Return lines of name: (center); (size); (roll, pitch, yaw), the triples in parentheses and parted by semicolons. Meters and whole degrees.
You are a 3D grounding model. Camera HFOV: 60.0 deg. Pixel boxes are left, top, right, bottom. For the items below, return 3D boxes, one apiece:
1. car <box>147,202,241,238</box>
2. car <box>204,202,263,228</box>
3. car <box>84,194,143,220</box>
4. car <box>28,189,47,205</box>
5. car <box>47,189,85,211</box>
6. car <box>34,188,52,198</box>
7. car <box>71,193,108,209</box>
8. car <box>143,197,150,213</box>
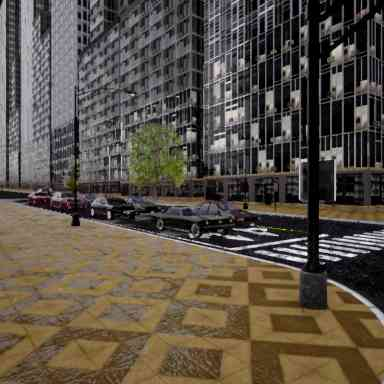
car: (-0.088, 1.372, 16.572); (1.895, 1.301, 4.718); (0, 1, -38)
car: (1.636, 1.289, 19.691); (2.033, 1.411, 5.357); (0, 1, -36)
car: (-5.678, 1.110, 23.683); (1.837, 1.490, 4.892); (0, 1, -38)
car: (-18.103, 0.712, 39.606); (1.882, 1.535, 5.008); (0, 1, -37)
car: (-11.794, 0.776, 31.484); (2.097, 1.767, 4.553); (0, 1, -38)
car: (-28.493, 0.111, 63.707); (2.097, 1.767, 4.553); (0, 1, -38)
car: (-11.140, 0.911, 35.924); (2.033, 1.411, 5.357); (0, 1, -38)
car: (-4.636, 1.104, 27.625); (2.033, 1.411, 5.357); (0, 1, -37)
